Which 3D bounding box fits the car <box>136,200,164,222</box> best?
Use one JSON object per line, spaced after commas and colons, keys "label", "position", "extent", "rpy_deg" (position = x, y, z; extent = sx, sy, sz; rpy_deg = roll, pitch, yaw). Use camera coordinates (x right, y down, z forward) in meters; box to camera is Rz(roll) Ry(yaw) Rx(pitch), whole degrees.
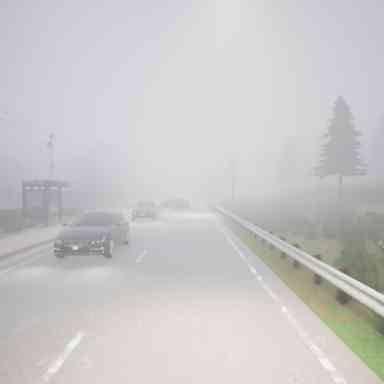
{"label": "car", "position": [-3.524, 1.451, 26.165], "extent": [1.837, 1.490, 4.892], "rpy_deg": [0, 0, 0]}

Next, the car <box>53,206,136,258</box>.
{"label": "car", "position": [-3.590, 1.478, 12.686], "extent": [1.837, 1.490, 4.892], "rpy_deg": [0, 0, 0]}

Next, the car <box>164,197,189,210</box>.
{"label": "car", "position": [-2.388, 1.404, 41.700], "extent": [2.128, 1.511, 4.902], "rpy_deg": [0, 0, -41]}
